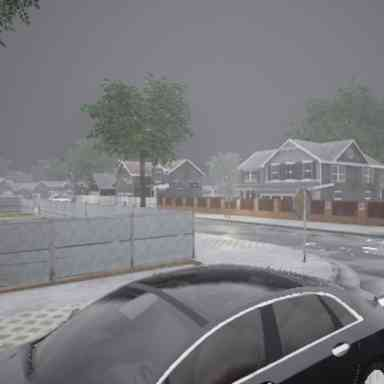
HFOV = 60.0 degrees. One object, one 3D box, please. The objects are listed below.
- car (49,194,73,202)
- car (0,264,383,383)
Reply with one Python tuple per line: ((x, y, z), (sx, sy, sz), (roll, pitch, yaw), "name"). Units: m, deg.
((-18.567, 1.334, 46.928), (2.150, 2.045, 5.566), (0, 0, -36), "car")
((-0.006, 1.543, 2.947), (4.892, 1.490, 1.837), (0, 0, -36), "car")
